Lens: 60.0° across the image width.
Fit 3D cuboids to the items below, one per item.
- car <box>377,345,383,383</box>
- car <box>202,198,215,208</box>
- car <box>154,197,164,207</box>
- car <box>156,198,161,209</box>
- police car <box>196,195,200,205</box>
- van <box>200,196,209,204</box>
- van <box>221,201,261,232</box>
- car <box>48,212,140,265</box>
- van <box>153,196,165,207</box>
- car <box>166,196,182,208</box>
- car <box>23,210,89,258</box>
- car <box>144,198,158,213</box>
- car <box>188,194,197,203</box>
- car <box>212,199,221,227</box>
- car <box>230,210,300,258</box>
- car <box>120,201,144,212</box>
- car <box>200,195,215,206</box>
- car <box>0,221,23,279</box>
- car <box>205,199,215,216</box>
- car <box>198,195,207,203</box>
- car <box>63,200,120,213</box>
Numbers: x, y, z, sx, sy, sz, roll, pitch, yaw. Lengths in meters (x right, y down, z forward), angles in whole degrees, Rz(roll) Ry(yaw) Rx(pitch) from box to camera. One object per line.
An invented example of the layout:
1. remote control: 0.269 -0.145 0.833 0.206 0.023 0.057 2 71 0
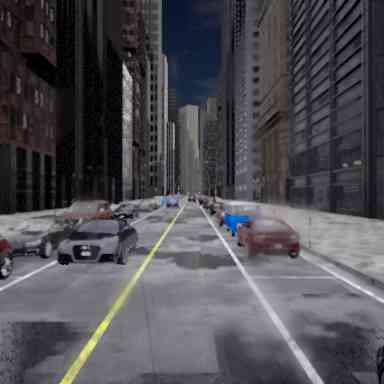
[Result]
1. car: 2.763 1.575 1.632 1.947 1.339 4.313 0 0 0
2. car: 2.758 1.837 46.504 1.802 1.307 4.206 0 0 0
3. car: -5.768 1.813 51.930 1.752 1.417 4.829 0 0 0
4. car: -5.767 1.838 46.491 1.802 1.307 4.206 0 0 0
5. police car: 2.359 1.785 64.003 1.930 1.638 5.238 0 0 0
6. van: 2.755 1.765 74.551 1.690 1.788 3.998 0 0 0
7. van: 2.762 1.439 18.461 1.690 1.788 3.998 0 0 0
8. car: -3.102 1.626 11.737 1.994 1.385 4.181 0 0 0
9. van: -5.768 1.664 57.711 1.690 1.788 3.998 0 0 0
10. car: -3.077 1.772 53.080 1.882 1.535 5.008 0 0 0
11. car: -5.763 1.619 12.835 2.008 1.369 4.403 0 0 0
12. car: -5.766 1.774 40.881 2.008 1.369 4.403 0 0 0
13. car: -0.009 1.841 81.786 1.882 1.535 5.008 0 0 0
14. car: 2.761 1.568 24.069 1.967 1.590 4.097 0 0 0
15. car: 2.762 1.613 12.851 1.887 1.381 4.507 0 0 0
16. car: -5.765 1.725 29.663 1.947 1.339 4.313 0 0 0
17. car: 2.758 1.604 52.115 2.192 1.841 5.009 0 0 0
18. car: -5.762 1.479 7.226 1.967 1.590 4.097 0 0 0
19. car: 2.759 1.756 35.286 1.947 1.339 4.313 0 0 0
20. car: 2.754 1.808 85.769 2.192 1.841 5.009 0 0 0
21. car: -5.763 1.413 18.445 2.192 1.841 5.009 0 0 0
